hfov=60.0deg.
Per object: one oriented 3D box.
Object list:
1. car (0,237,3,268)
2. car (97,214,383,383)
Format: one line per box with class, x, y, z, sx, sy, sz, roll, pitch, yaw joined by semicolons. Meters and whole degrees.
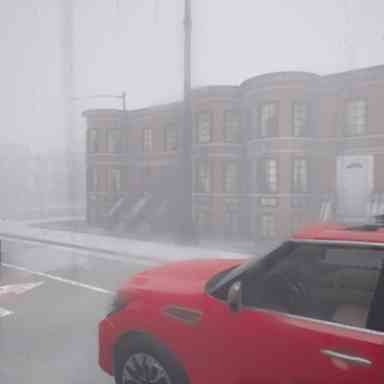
car;-7.103;1.420;9.052;5.008;1.535;1.882;0;0;36
car;1.627;1.220;2.832;5.566;2.045;2.150;0;0;35
